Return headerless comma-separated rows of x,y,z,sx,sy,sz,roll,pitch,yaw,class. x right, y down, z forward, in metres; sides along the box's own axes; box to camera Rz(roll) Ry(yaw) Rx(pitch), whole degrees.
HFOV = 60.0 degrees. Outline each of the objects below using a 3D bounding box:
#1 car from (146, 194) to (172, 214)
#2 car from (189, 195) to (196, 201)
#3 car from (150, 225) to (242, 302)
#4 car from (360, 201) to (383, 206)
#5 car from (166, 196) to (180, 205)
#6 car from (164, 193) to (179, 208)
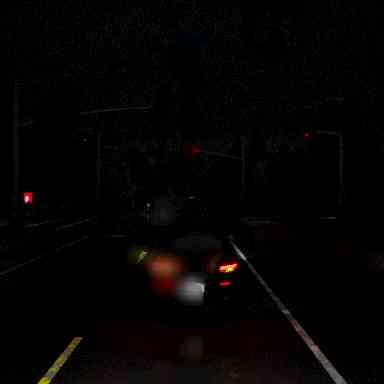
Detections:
-3.644,1.352,35.873,2.097,1.767,4.553,0,0,1,car
0.099,1.525,80.931,2.128,1.511,4.902,0,0,0,car
0.083,1.526,8.137,1.812,1.442,4.674,0,0,0,car
15.574,1.528,28.695,5.357,1.411,2.033,0,0,-6,car
-3.486,1.492,61.874,2.128,1.511,4.902,0,0,0,car
-3.534,1.225,49.570,2.150,2.045,5.566,0,0,0,car
